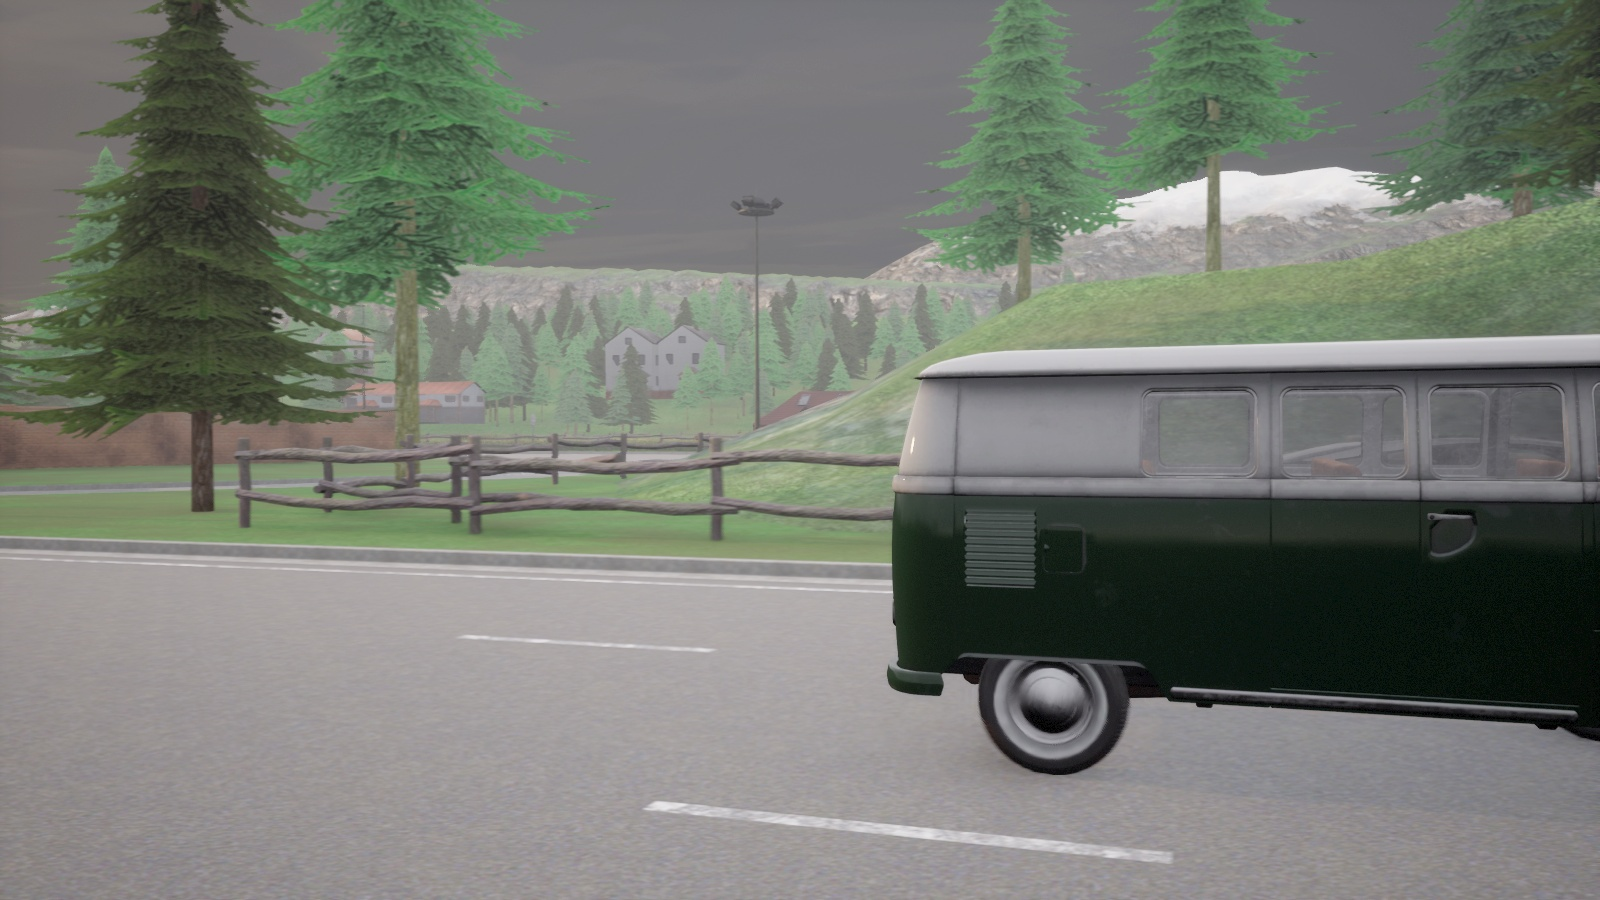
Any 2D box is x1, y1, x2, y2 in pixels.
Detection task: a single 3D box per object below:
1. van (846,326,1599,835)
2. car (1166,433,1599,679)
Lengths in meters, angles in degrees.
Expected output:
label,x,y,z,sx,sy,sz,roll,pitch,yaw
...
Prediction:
label,x,y,z,sx,sy,sz,roll,pitch,yaw
van,2.609,0.493,6.004,4.442,1.987,1.775,1,1,19
car,4.993,0.650,8.897,4.514,1.525,2.007,1,1,19
